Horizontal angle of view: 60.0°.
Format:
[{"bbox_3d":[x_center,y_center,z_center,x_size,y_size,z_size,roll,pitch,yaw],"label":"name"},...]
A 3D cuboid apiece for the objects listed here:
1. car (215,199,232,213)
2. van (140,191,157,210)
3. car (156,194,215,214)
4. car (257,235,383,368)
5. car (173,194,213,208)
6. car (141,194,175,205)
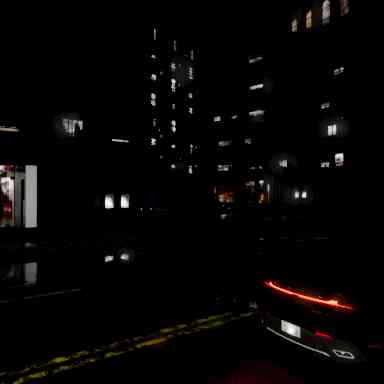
[{"bbox_3d":[1.447,1.129,30.938,4.674,1.442,1.812,1,1,37],"label":"car"},{"bbox_3d":[-4.993,0.817,32.568,3.998,1.788,1.690,1,0,37],"label":"van"},{"bbox_3d":[-0.585,1.137,29.243,4.403,1.369,2.008,1,0,37],"label":"car"},{"bbox_3d":[3.260,1.507,5.639,4.892,1.490,1.837,0,0,-35],"label":"car"},{"bbox_3d":[0.069,1.041,39.241,4.403,1.369,2.008,1,0,37],"label":"car"},{"bbox_3d":[-4.345,0.961,42.564,4.206,1.307,1.802,1,0,37],"label":"car"}]
